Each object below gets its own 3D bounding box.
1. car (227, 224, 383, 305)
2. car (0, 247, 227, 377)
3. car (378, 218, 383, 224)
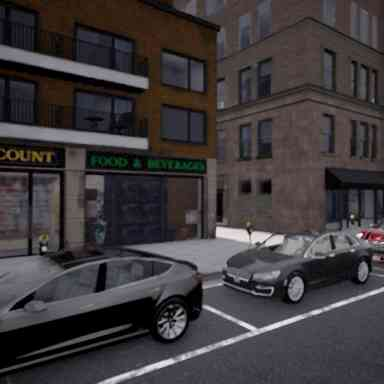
[{"bbox_3d":[2.706,1.583,8.090,4.403,1.369,2.008,0,0,-35],"label":"car"},{"bbox_3d":[-1.800,1.572,4.905,4.313,1.339,1.947,0,0,-35],"label":"car"},{"bbox_3d":[7.214,1.501,11.275,4.097,1.590,1.967,0,0,-35],"label":"car"}]
